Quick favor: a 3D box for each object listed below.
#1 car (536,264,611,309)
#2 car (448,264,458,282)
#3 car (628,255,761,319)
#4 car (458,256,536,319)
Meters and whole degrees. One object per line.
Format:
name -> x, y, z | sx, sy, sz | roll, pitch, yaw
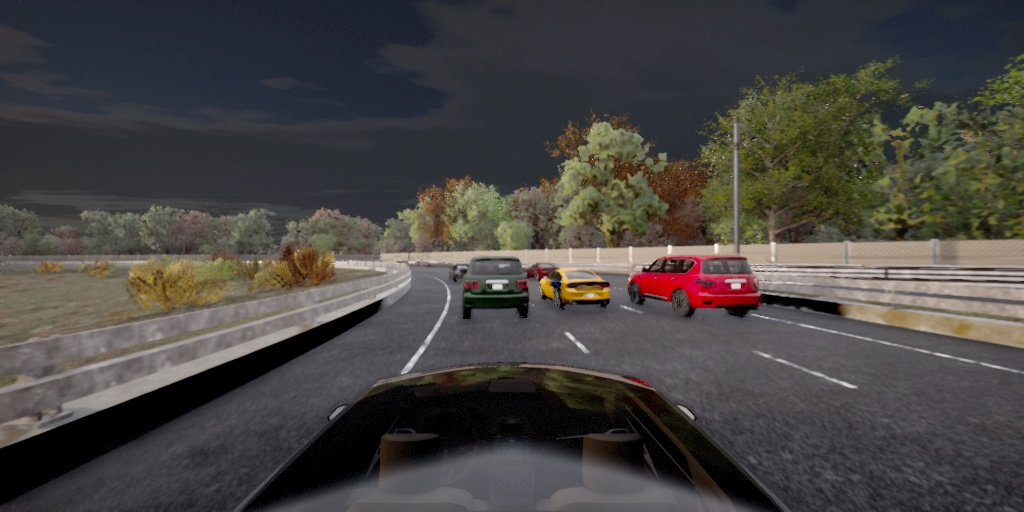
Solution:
car -> 2.484, 1.271, 15.293 | 1.882, 1.535, 5.008 | 0, 0, -8
car -> -4.268, 1.405, 30.567 | 1.812, 1.442, 4.674 | 0, 0, -16
car -> 6.308, 0.991, 13.204 | 2.150, 2.045, 5.566 | 0, 0, -6
car -> -0.724, 1.020, 13.329 | 2.150, 2.045, 5.566 | 0, 0, -6
